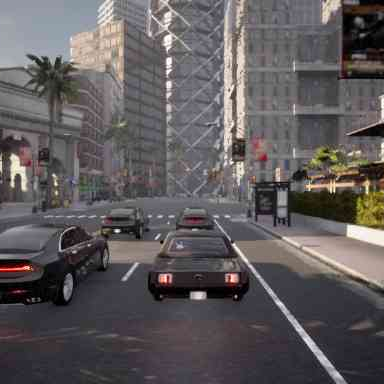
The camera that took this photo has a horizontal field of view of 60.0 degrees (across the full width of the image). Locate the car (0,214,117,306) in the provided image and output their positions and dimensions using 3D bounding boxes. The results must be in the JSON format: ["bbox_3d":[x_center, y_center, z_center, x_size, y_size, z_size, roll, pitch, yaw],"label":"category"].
[{"bbox_3d":[-3.370,1.505,8.027,1.837,1.490,4.892,0,0,0],"label":"car"}]

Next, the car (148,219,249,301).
[{"bbox_3d":[0.122,1.601,8.285,1.895,1.301,4.718,0,0,0],"label":"car"}]

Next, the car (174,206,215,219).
[{"bbox_3d":[0.137,1.505,17.548,1.837,1.490,4.892,0,0,0],"label":"car"}]

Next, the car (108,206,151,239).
[{"bbox_3d":[-3.362,1.505,17.433,1.837,1.490,4.892,0,0,0],"label":"car"}]
